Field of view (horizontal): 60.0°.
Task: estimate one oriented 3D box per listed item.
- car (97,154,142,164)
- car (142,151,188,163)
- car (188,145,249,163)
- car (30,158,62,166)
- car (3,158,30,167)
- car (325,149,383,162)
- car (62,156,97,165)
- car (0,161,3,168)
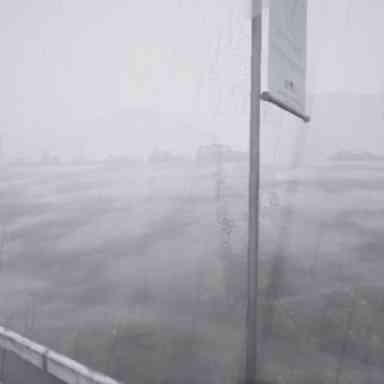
[{"bbox_3d":[-7.243,-3.278,35.506,4.892,1.521,2.231,1,1,27],"label":"car"},{"bbox_3d":[-2.163,-3.299,33.062,4.553,1.767,2.185,1,1,26],"label":"car"},{"bbox_3d":[2.937,-3.297,30.722,5.566,2.045,2.435,1,1,25],"label":"car"},{"bbox_3d":[-16.938,-3.417,40.574,4.792,1.488,2.163,1,1,29],"label":"car"},{"bbox_3d":[-21.931,-3.660,43.376,4.553,1.767,2.185,1,1,31],"label":"car"},{"bbox_3d":[13.120,-2.689,26.474,4.674,1.452,2.002,2,1,22],"label":"car"},{"bbox_3d":[-12.075,-3.323,37.966,4.674,1.452,2.002,1,1,28],"label":"car"},{"bbox_3d":[-26.684,-3.619,46.193,5.008,1.535,2.097,1,1,32],"label":"car"}]
